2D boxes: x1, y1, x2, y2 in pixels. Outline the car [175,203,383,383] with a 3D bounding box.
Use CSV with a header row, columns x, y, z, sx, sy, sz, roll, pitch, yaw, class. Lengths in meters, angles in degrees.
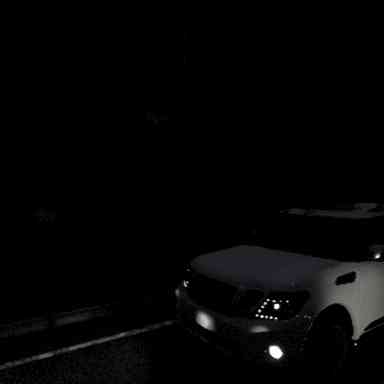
x,y,z,sx,sy,sz,roll,pitch,yaw,class
2.424,1.238,5.654,5.566,2.045,2.150,0,0,-35,car
